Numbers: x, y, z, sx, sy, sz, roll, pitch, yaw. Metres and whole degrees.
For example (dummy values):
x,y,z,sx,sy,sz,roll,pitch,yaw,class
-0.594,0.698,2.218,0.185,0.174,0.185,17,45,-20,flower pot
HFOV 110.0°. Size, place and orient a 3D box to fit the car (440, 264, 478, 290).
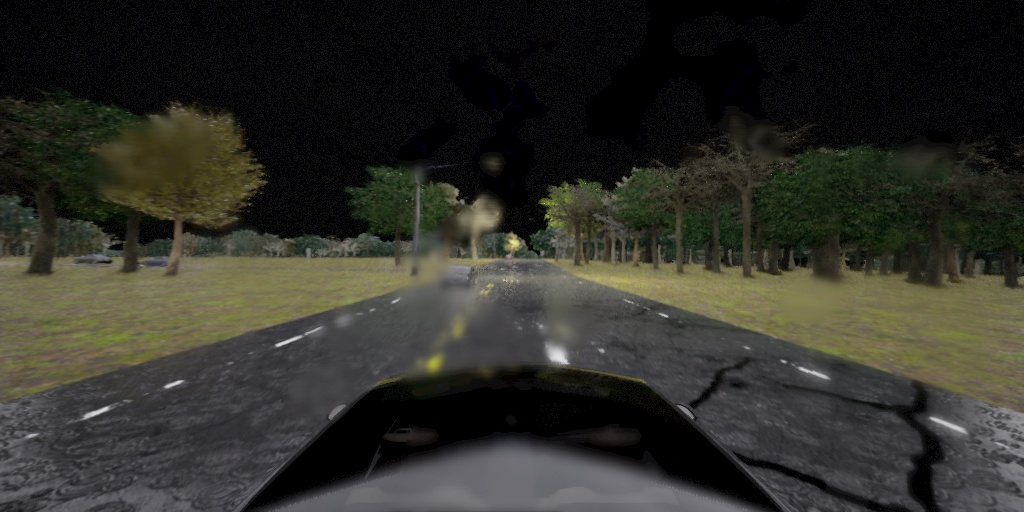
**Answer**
x,y,z,sx,sy,sz,roll,pitch,yaw,class
-3.212,1.285,22.487,1.837,1.490,4.892,1,0,0,car
